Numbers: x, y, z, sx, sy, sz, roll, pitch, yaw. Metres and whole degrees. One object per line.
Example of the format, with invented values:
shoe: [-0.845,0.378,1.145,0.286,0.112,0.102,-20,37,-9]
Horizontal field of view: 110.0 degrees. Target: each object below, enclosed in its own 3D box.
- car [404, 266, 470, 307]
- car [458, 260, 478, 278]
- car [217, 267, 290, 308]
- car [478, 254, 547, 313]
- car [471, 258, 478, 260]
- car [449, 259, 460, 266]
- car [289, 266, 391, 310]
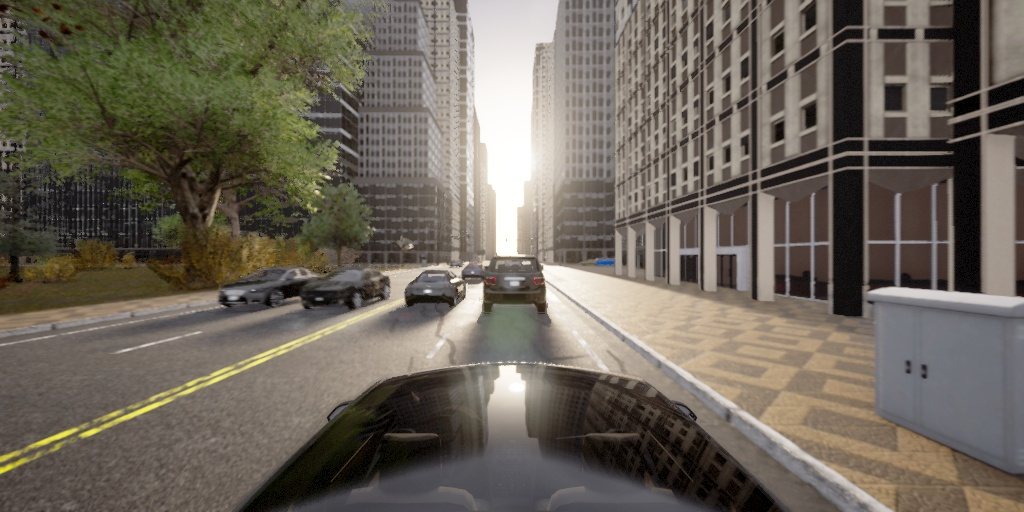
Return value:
car: [-3.156,1.294,15.468,1.994,1.385,4.181,0,0,0]
car: [-3.156,1.296,30.867,1.994,1.385,4.181,0,0,0]
car: [-9.849,1.222,15.131,2.128,1.511,4.902,0,0,0]
car: [0.092,0.953,13.988,2.150,2.045,5.566,0,0,0]
car: [-6.499,1.191,63.015,2.097,1.767,4.553,0,0,0]
car: [-9.749,1.320,62.985,2.128,1.511,4.902,0,0,0]
car: [-6.599,1.208,14.775,1.882,1.535,5.008,0,0,0]
